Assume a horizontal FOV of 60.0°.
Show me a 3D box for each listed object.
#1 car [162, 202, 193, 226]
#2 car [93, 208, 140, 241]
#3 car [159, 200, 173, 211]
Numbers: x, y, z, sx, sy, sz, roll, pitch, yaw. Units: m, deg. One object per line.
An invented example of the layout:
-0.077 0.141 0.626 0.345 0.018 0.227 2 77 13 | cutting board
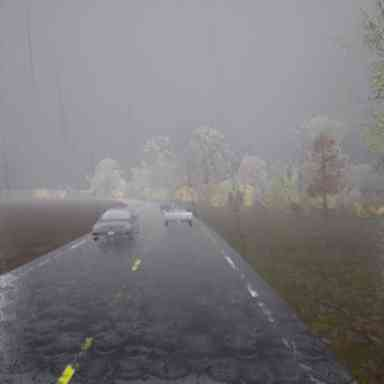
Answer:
-1.060 1.644 24.172 1.895 1.301 4.718 0 0 -5 | car
-3.725 1.557 16.968 1.812 1.442 4.674 0 0 -4 | car
-3.183 1.670 41.907 1.895 1.301 4.718 0 0 -9 | car
